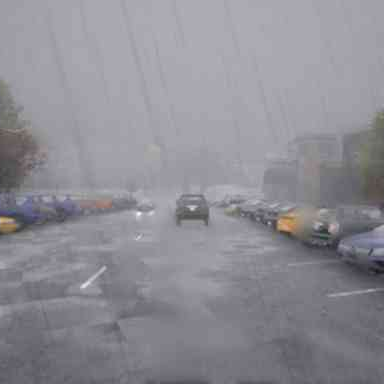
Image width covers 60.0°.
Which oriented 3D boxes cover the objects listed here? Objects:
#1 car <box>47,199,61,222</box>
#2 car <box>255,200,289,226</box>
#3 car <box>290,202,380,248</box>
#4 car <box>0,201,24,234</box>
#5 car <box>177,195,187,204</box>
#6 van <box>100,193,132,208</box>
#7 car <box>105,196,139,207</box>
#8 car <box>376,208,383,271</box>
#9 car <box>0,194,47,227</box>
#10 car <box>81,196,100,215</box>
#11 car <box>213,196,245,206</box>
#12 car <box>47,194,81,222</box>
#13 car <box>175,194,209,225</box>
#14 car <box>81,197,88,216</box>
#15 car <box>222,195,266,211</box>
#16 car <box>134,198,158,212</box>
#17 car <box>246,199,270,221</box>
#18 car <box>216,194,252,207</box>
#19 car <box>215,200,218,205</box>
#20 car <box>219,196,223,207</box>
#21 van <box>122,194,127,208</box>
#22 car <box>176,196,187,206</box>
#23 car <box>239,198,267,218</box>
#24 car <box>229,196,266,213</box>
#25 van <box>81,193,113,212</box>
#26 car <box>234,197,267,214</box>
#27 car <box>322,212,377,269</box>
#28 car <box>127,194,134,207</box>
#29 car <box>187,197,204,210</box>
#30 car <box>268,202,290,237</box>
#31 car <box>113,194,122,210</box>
[{"bbox_3d":[-11.450,1.438,21.820,4.892,1.521,2.231,-1,0,-20],"label":"car"},{"bbox_3d":[6.350,1.400,18.361,4.892,1.521,2.231,1,0,-20],"label":"car"},{"bbox_3d":[6.358,1.277,12.482,4.553,1.767,2.185,1,0,-20],"label":"car"},{"bbox_3d":[-11.266,1.430,15.887,5.366,1.575,1.946,-1,0,-20],"label":"car"},{"bbox_3d":[-1.872,1.421,64.657,1.812,1.442,4.674,0,1,-1],"label":"car"},{"bbox_3d":[-11.141,1.218,48.829,4.442,1.987,1.878,-1,0,-19],"label":"van"},{"bbox_3d":[-10.961,1.443,51.867,5.008,1.535,2.097,-1,0,-19],"label":"car"},{"bbox_3d":[6.378,1.295,6.616,4.553,1.767,2.185,1,0,-20],"label":"car"},{"bbox_3d":[-11.481,1.185,18.805,5.566,2.045,2.435,-1,0,-20],"label":"car"},{"bbox_3d":[-11.382,1.440,30.859,4.892,1.521,2.231,-1,0,-19],"label":"car"},{"bbox_3d":[5.990,1.434,53.666,4.674,1.452,2.002,1,0,-21],"label":"car"},{"bbox_3d":[-11.467,1.187,24.824,5.566,2.045,2.435,-1,0,-20],"label":"car"},{"bbox_3d":[0.008,1.152,23.212,2.150,2.045,5.566,0,0,0],"label":"car"},{"bbox_3d":[-11.435,1.468,27.839,4.792,1.488,2.163,-1,0,-19],"label":"car"},{"bbox_3d":[6.069,1.392,32.972,5.366,1.575,1.946,1,0,-20],"label":"car"},{"bbox_3d":[-5.143,1.461,38.415,1.812,1.442,4.674,0,0,0],"label":"car"},{"bbox_3d":[6.335,1.400,21.294,4.892,1.521,2.231,1,0,-20],"label":"car"},{"bbox_3d":[6.042,1.269,47.759,4.553,1.767,2.185,1,0,-21],"label":"car"},{"bbox_3d":[6.135,1.425,44.829,4.792,1.488,2.163,1,0,-21],"label":"car"},{"bbox_3d":[6.188,1.396,38.916,5.008,1.535,2.097,1,0,-21],"label":"car"},{"bbox_3d":[-11.047,1.214,42.915,4.442,1.987,1.878,-1,0,-19],"label":"van"},{"bbox_3d":[-1.708,1.437,55.185,1.837,1.490,4.892,0,0,-1],"label":"car"},{"bbox_3d":[6.327,1.398,24.229,5.008,1.535,2.097,1,0,-20],"label":"car"},{"bbox_3d":[6.279,1.397,30.101,5.008,1.535,2.097,1,0,-20],"label":"car"},{"bbox_3d":[-11.386,1.216,36.826,4.442,1.987,1.878,-1,0,-19],"label":"van"},{"bbox_3d":[6.268,1.427,27.156,4.792,1.488,2.163,1,0,-20],"label":"car"},{"bbox_3d":[6.402,1.449,9.549,4.674,1.452,2.002,1,0,-20],"label":"car"},{"bbox_3d":[-11.068,1.190,45.885,5.566,2.045,2.435,-1,0,-19],"label":"car"},{"bbox_3d":[0.534,1.434,41.775,1.837,1.490,4.892,0,0,5],"label":"car"},{"bbox_3d":[6.368,1.399,15.424,5.008,1.535,2.097,1,0,-20],"label":"car"},{"bbox_3d":[-11.187,1.315,39.879,4.553,1.767,2.185,-1,0,-19],"label":"car"}]
